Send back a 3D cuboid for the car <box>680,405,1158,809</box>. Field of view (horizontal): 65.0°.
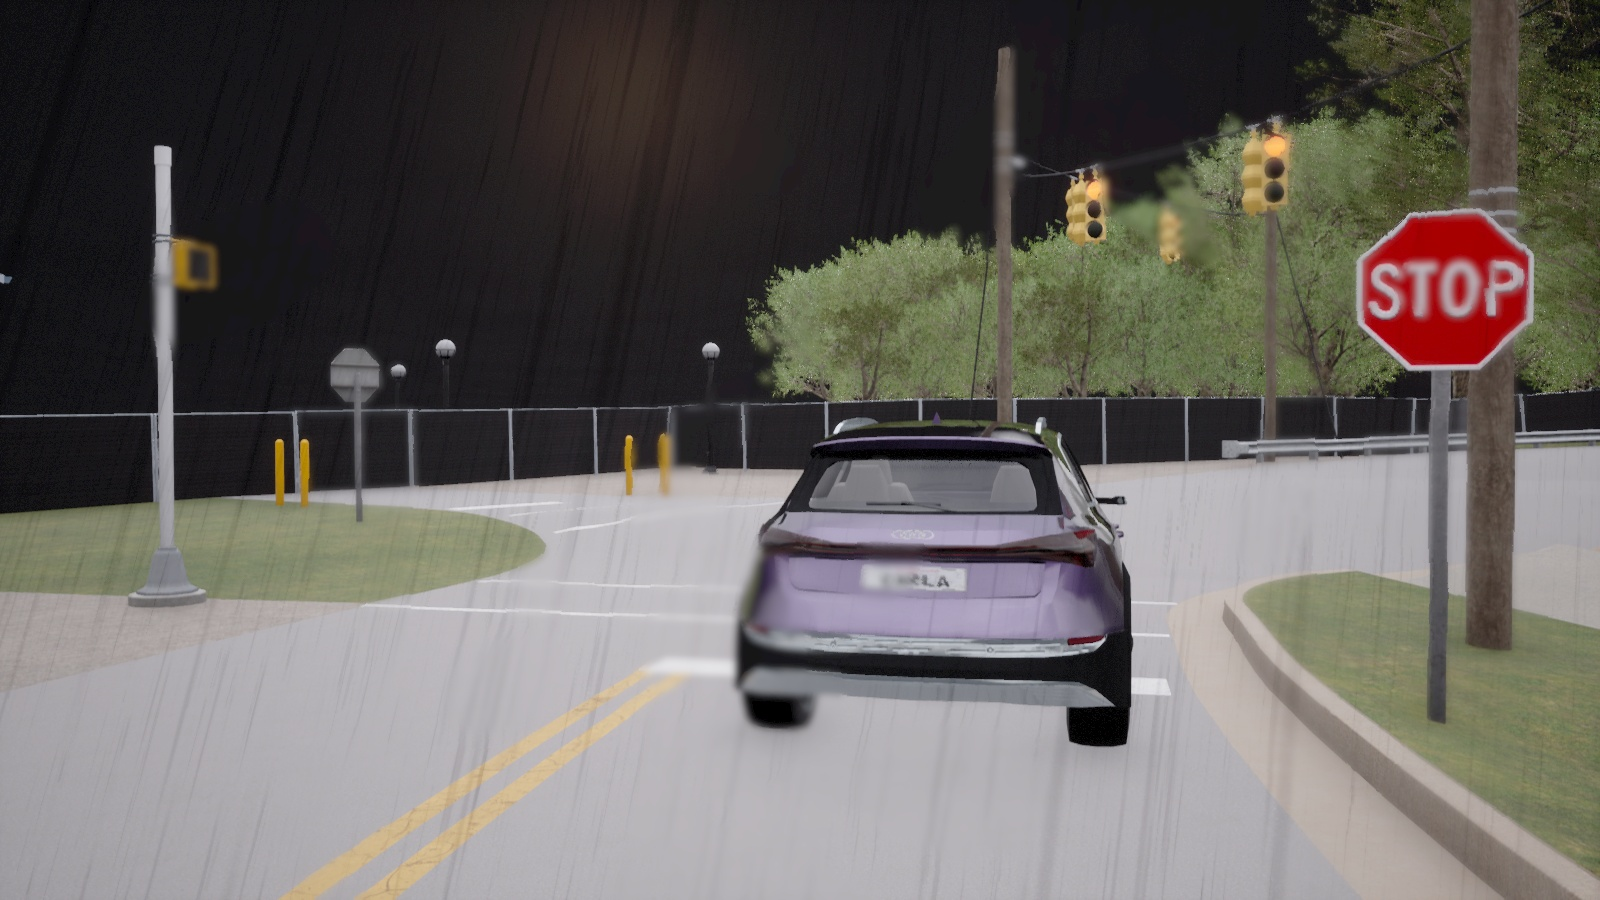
[{"bbox_3d":[0.983,0.621,7.709,2.033,1.649,4.856,0,0,12],"label":"car"}]
